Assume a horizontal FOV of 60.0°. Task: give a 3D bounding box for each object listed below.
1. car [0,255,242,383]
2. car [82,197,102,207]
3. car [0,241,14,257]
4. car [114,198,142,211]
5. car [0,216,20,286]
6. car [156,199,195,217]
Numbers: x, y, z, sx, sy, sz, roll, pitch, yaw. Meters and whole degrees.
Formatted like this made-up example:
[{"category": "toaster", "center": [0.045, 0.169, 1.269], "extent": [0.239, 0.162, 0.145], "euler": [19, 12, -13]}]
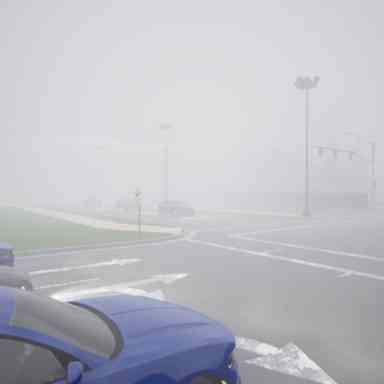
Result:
[{"category": "car", "center": [-1.830, 1.478, 2.455], "extent": [5.008, 1.535, 1.882], "euler": [0, 0, -35]}, {"category": "car", "center": [-15.232, 1.481, 50.395], "extent": [2.128, 1.511, 4.902], "euler": [0, 0, -36]}, {"category": "car", "center": [-4.551, 1.565, 4.817], "extent": [4.181, 1.385, 1.994], "euler": [0, 0, -35]}, {"category": "car", "center": [-7.839, 1.482, 40.279], "extent": [2.128, 1.511, 4.902], "euler": [0, 0, -36]}, {"category": "car", "center": [-6.823, 1.478, 7.496], "extent": [5.008, 1.535, 1.882], "euler": [0, 0, -35]}, {"category": "car", "center": [-1.637, 1.495, 31.839], "extent": [1.837, 1.490, 4.892], "euler": [0, 0, -36]}]
